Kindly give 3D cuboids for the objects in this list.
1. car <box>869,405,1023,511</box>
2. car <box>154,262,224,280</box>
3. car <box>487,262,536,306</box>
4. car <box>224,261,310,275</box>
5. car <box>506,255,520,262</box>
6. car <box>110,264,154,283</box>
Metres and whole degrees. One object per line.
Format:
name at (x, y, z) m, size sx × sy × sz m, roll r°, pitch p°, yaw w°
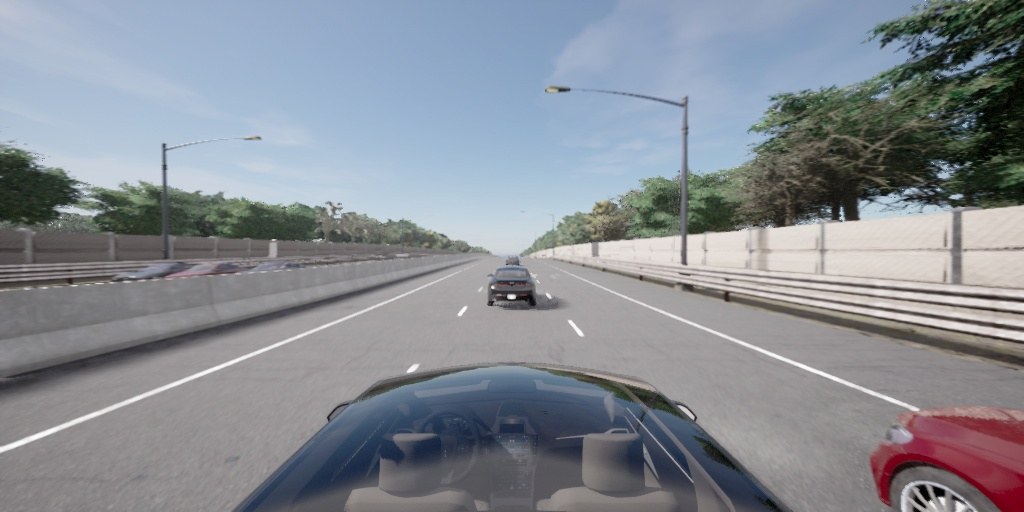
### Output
car at (3.501, 1.267, 0.602) m, size 1.812 × 1.442 × 4.674 m, roll 0°, pitch 0°, yaw 0°
car at (-17.537, 1.117, 20.942) m, size 1.812 × 1.442 × 4.674 m, roll 0°, pitch 1°, yaw 1°
car at (-0.006, 1.190, 15.396) m, size 1.837 × 1.490 × 4.892 m, roll 0°, pitch 1°, yaw 0°
car at (-14.031, 1.075, 21.442) m, size 2.128 × 1.511 × 4.902 m, roll 0°, pitch 1°, yaw 1°
car at (0.107, 0.601, 48.060) m, size 2.128 × 1.511 × 4.902 m, roll 0°, pitch 1°, yaw 0°
car at (-21.023, 1.118, 22.101) m, size 2.033 × 1.411 × 5.357 m, roll 0°, pitch 1°, yaw 1°
